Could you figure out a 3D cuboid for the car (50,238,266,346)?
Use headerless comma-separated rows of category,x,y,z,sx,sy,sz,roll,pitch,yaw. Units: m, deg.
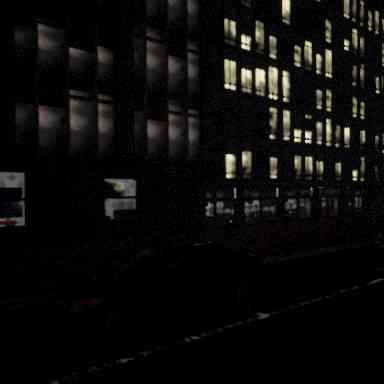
car,-0.401,1.584,6.277,4.206,1.307,1.802,0,-1,-35

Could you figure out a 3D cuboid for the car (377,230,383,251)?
car,8.863,1.561,12.863,4.403,1.369,2.008,0,-1,-35
